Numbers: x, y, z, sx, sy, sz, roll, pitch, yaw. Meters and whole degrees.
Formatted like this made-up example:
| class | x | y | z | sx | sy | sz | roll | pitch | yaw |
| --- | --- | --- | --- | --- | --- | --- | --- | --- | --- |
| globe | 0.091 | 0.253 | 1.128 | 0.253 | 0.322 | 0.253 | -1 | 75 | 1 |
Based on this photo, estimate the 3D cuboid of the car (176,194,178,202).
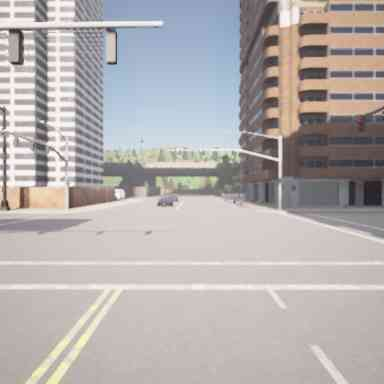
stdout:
| class | x | y | z | sx | sy | sz | roll | pitch | yaw |
| --- | --- | --- | --- | --- | --- | --- | --- | --- | --- |
| car | -3.503 | 1.140 | 62.743 | 2.033 | 1.411 | 5.357 | 0 | 0 | 0 |

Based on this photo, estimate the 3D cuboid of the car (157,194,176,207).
| class | x | y | z | sx | sy | sz | roll | pitch | yaw |
| --- | --- | --- | --- | --- | --- | --- | --- | --- | --- |
| car | -3.580 | 1.269 | 45.090 | 1.994 | 1.385 | 4.181 | 0 | 1 | 0 |
